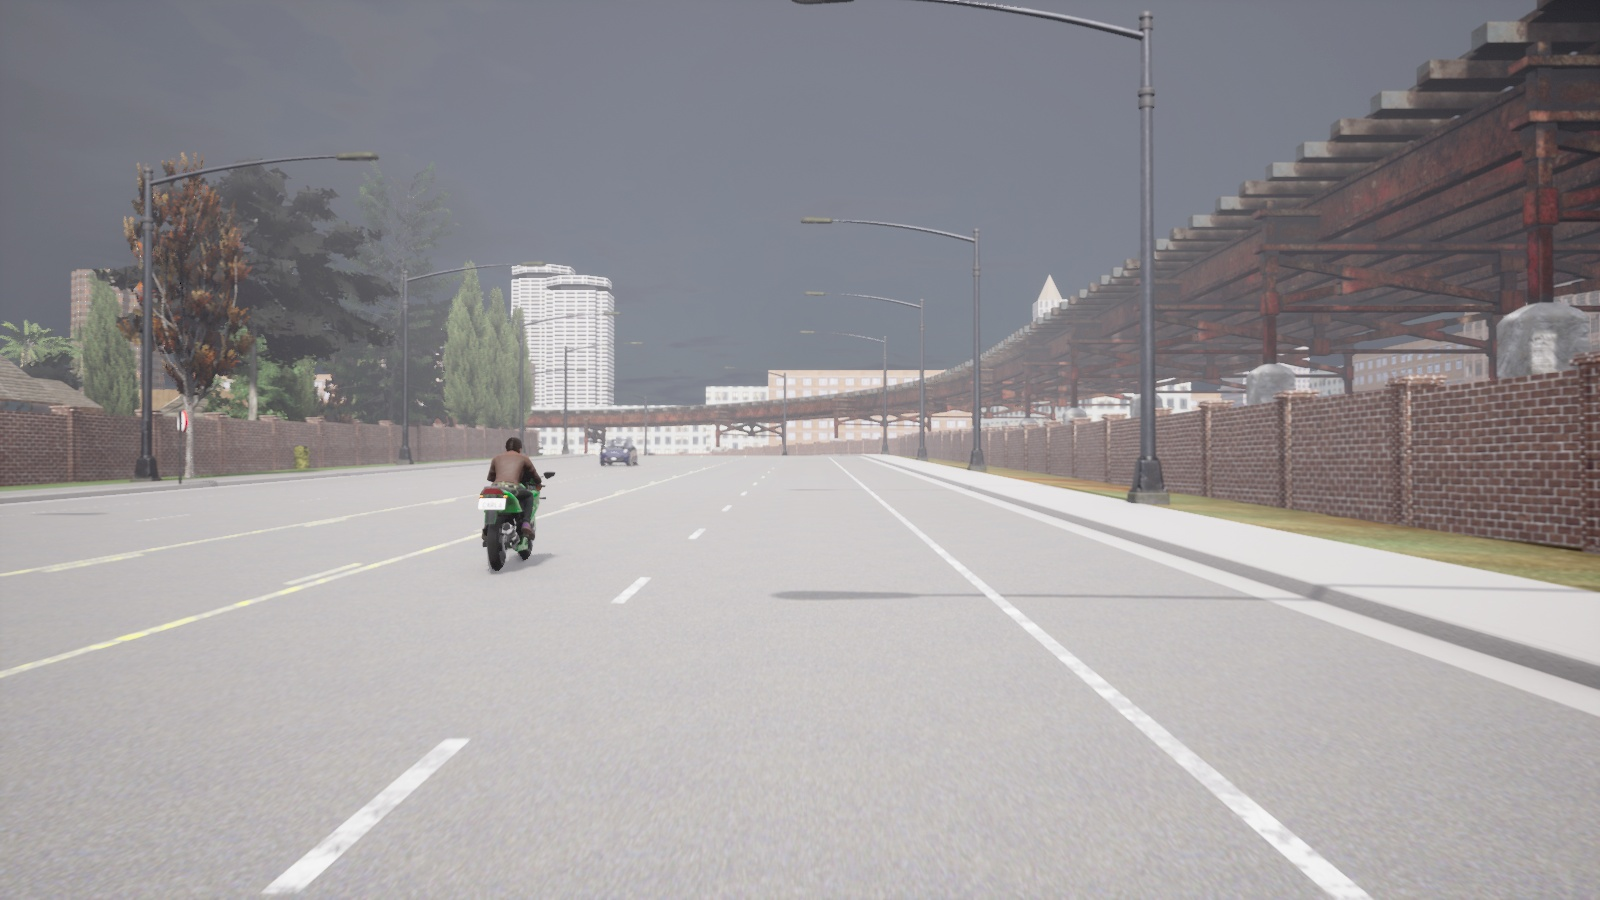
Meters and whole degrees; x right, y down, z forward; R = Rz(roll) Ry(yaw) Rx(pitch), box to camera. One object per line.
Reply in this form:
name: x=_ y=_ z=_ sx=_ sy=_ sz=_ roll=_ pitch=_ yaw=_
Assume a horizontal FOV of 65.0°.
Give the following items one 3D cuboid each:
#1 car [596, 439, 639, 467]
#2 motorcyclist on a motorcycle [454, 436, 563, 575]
car: x=-10.075 y=0.164 z=69.500 sx=1.845 sy=1.501 sz=3.633 roll=0 pitch=1 yaw=0
motorcyclist on a motorcycle: x=-3.397 y=0.605 z=14.828 sx=0.797 sy=1.523 sz=2.044 roll=0 pitch=0 yaw=0
